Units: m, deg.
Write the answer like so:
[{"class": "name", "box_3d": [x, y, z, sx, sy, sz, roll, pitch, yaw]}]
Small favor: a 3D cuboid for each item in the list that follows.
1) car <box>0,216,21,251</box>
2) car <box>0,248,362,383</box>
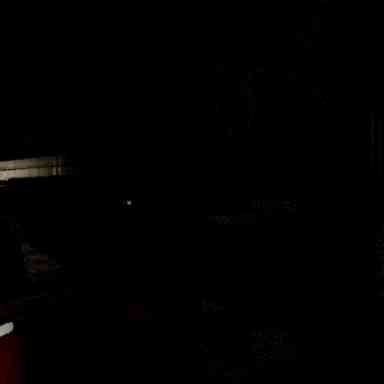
[{"class": "car", "box_3d": [-5.320, 1.303, 6.642, 5.009, 1.841, 2.192, 0, 0, 35]}, {"class": "car", "box_3d": [-0.729, 1.541, 3.367, 4.507, 1.381, 1.887, 0, 0, 35]}]
